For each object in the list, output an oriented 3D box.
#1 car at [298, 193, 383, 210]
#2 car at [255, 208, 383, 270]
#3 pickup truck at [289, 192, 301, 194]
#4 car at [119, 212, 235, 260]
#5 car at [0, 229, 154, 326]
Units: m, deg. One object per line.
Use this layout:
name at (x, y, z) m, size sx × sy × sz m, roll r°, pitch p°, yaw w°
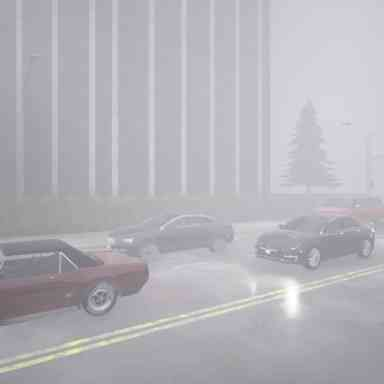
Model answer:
car at (8.526, 1.221, 18.370) m, size 5.566 × 2.045 × 2.150 m, roll 0°, pitch 0°, yaw -34°
car at (4.232, 1.505, 11.158) m, size 4.892 × 1.490 × 1.837 m, roll 0°, pitch 0°, yaw -34°
pickup truck at (24.499, 1.058, 77.957) m, size 2.390 × 2.098 × 6.274 m, roll 0°, pitch 0°, yaw -5°
car at (-0.659, 1.492, 12.035) m, size 4.902 × 1.511 × 2.128 m, roll 0°, pitch 0°, yaw -35°
car at (-3.267, 1.601, 5.976) m, size 4.718 × 1.301 × 1.895 m, roll 0°, pitch 0°, yaw -35°
